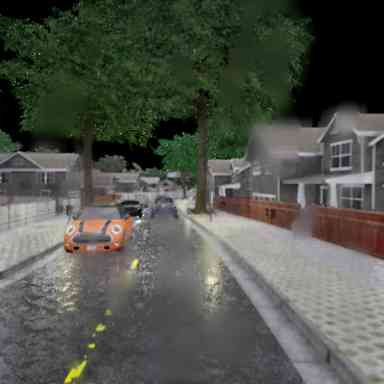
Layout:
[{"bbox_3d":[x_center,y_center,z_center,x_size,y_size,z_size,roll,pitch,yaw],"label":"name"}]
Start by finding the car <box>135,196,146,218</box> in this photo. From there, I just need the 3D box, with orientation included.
[{"bbox_3d":[-5.267,1.343,28.948,1.882,1.535,5.008,0,0,-7],"label":"car"}]

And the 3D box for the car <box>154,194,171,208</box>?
[{"bbox_3d":[-3.903,1.136,44.246,2.097,1.767,4.553,0,0,-4],"label":"car"}]

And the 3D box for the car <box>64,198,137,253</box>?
[{"bbox_3d":[-3.588,1.293,13.478,2.097,1.767,4.553,0,0,-5],"label":"car"}]

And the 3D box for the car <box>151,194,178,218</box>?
[{"bbox_3d":[-2.382,1.207,28.322,2.097,1.767,4.553,0,0,-6],"label":"car"}]

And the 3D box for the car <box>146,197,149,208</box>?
[{"bbox_3d":[-6.728,1.292,43.732,2.128,1.511,4.902,0,0,-4],"label":"car"}]
